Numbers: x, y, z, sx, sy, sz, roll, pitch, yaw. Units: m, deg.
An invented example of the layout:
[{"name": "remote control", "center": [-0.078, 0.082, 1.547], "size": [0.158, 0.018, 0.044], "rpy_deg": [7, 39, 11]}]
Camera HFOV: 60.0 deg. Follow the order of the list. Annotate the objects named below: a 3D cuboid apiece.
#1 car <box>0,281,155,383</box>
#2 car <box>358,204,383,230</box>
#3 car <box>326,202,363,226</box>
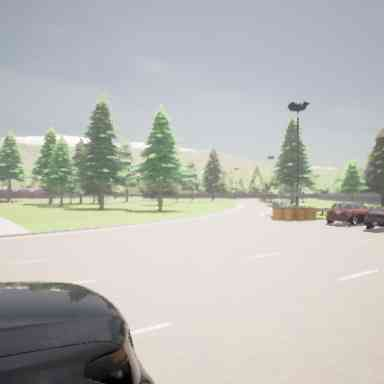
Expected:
[{"name": "car", "center": [-2.921, 1.207, 1.663], "size": [5.566, 2.045, 2.150], "rpy_deg": [1, 0, -36]}, {"name": "car", "center": [13.178, 1.720, 21.749], "size": [4.892, 1.490, 1.837], "rpy_deg": [1, 0, -36]}, {"name": "car", "center": [12.375, 1.581, 25.476], "size": [4.553, 1.767, 2.097], "rpy_deg": [1, 0, -35]}]
